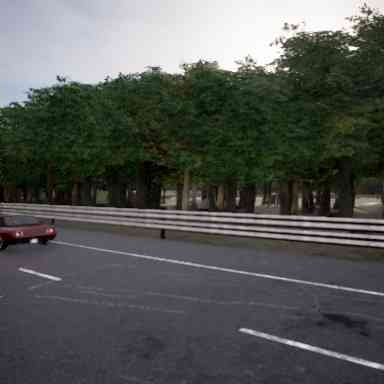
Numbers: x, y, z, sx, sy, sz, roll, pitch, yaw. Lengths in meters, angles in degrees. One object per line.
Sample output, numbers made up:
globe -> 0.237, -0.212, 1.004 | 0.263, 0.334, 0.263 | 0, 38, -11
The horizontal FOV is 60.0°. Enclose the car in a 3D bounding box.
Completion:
car -> -7.914, 1.617, 14.344 | 4.718, 1.301, 1.895 | 0, 0, 38
